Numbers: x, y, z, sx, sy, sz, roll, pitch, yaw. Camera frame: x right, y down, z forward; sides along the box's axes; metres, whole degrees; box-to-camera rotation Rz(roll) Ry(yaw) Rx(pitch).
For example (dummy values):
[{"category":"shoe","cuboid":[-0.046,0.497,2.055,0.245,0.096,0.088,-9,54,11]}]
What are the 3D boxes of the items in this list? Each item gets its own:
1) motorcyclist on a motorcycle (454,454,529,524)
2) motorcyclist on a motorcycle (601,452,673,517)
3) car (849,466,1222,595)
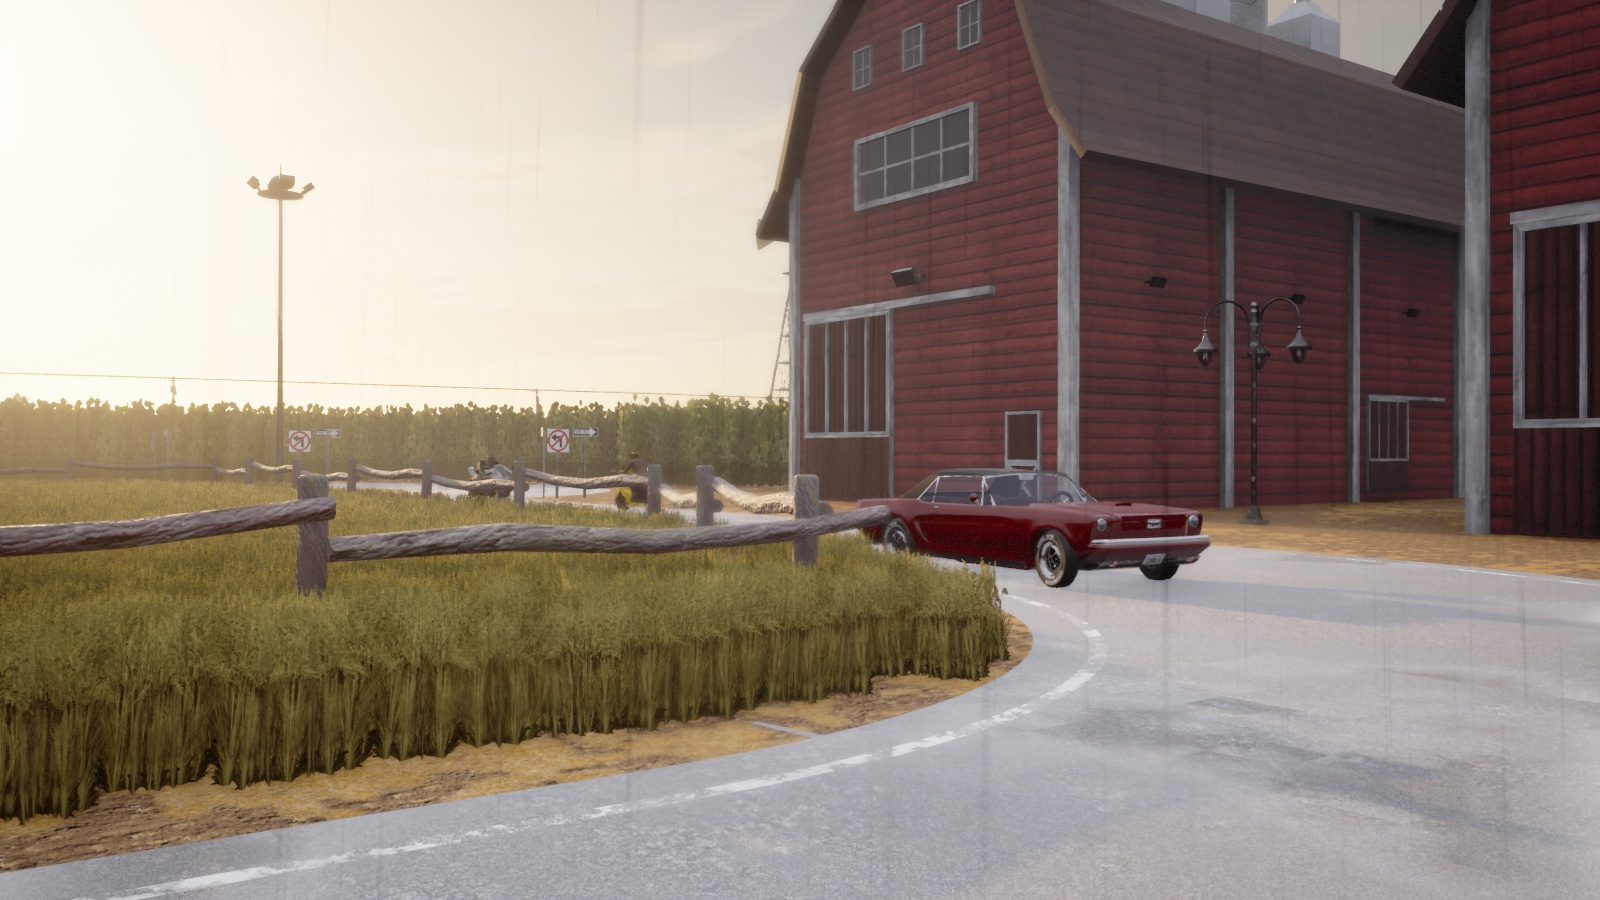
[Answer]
[{"category":"motorcyclist on a motorcycle","cuboid":[-7.097,0.865,28.828,0.866,1.530,2.191,0,0,-37]},{"category":"motorcyclist on a motorcycle","cuboid":[-3.980,0.810,30.483,0.797,1.523,2.044,0,0,-38]},{"category":"car","cuboid":[2.721,0.878,15.713,1.895,1.301,4.718,0,0,-32]}]
